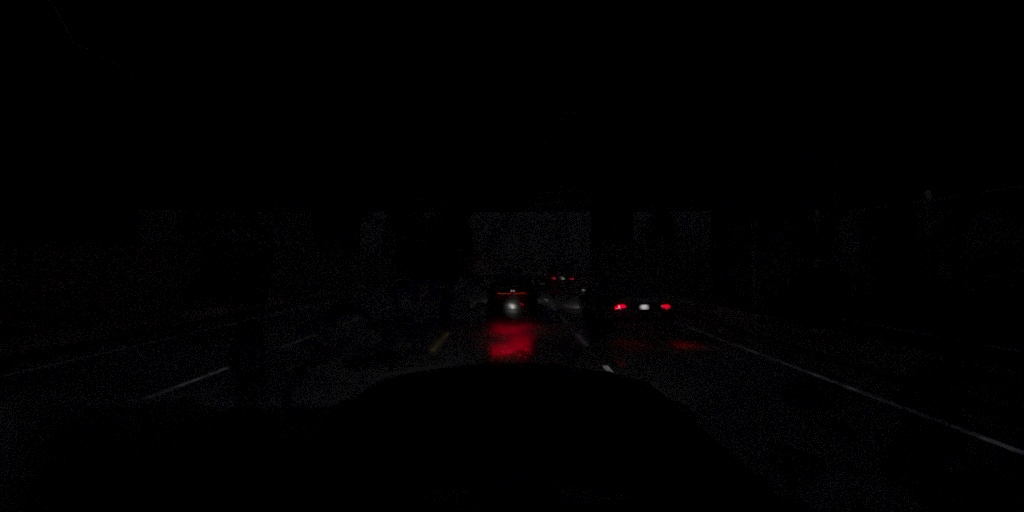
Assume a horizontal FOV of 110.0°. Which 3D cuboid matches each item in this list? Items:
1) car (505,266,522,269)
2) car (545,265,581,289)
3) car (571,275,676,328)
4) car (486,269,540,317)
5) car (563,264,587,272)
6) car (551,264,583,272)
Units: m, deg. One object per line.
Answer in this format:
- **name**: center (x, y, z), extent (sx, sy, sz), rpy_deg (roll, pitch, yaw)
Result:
- **car**: center (0.168, 1.624, 30.367), extent (1.882, 1.535, 5.008), rpy_deg (0, 0, 2)
- **car**: center (3.560, 1.648, 27.020), extent (2.033, 1.411, 5.357), rpy_deg (0, -1, 1)
- **car**: center (3.522, 1.440, 12.015), extent (2.033, 1.411, 5.357), rpy_deg (0, -1, 0)
- **car**: center (0.044, 1.429, 14.193), extent (1.837, 1.490, 4.892), rpy_deg (0, 0, 1)
- **car**: center (10.241, 2.167, 60.654), extent (4.718, 1.301, 1.895), rpy_deg (0, -1, -23)
- **car**: center (9.828, 2.166, 64.441), extent (5.357, 1.411, 2.033), rpy_deg (0, -1, -20)
